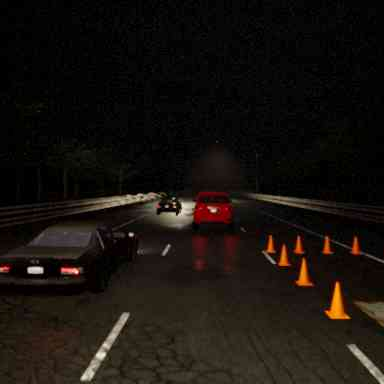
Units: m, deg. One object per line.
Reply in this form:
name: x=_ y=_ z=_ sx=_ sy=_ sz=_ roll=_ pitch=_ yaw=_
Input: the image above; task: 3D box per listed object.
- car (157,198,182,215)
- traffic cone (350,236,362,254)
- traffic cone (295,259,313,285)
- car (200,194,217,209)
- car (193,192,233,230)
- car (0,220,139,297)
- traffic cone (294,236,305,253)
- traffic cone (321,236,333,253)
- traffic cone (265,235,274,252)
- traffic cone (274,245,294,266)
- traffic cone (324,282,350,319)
car: x=-1.929 y=1.212 z=29.163 sx=2.033 sy=1.411 sz=5.357 roll=1 pitch=1 yaw=2
traffic cone: x=5.828 y=1.882 z=11.846 sx=0.340 sy=0.580 sz=0.340 roll=1 pitch=1 yaw=2
traffic cone: x=2.679 y=1.894 z=7.962 sx=0.340 sy=0.580 sz=0.340 roll=1 pitch=1 yaw=2
car: x=1.969 y=1.063 z=39.613 sx=1.882 sy=1.535 sz=5.008 roll=1 pitch=1 yaw=2
car: x=1.217 y=1.019 z=19.907 sx=2.150 sy=2.045 sz=5.566 roll=1 pitch=1 yaw=2
car: x=-2.716 y=1.430 z=8.479 sx=2.033 sy=1.411 sz=5.357 roll=1 pitch=1 yaw=2
traffic cone: x=3.830 y=1.862 z=11.922 sx=0.340 sy=0.580 sz=0.340 roll=1 pitch=1 yaw=2
traffic cone: x=4.829 y=1.872 z=11.884 sx=0.340 sy=0.580 sz=0.340 roll=1 pitch=1 yaw=2
traffic cone: x=2.831 y=1.852 z=11.959 sx=0.340 sy=0.580 sz=0.340 roll=1 pitch=1 yaw=2
traffic cone: x=2.755 y=1.873 z=9.961 sx=0.340 sy=0.580 sz=0.340 roll=1 pitch=1 yaw=2
traffic cone: x=2.603 y=1.915 z=5.964 sx=0.340 sy=0.580 sz=0.340 roll=1 pitch=1 yaw=2
